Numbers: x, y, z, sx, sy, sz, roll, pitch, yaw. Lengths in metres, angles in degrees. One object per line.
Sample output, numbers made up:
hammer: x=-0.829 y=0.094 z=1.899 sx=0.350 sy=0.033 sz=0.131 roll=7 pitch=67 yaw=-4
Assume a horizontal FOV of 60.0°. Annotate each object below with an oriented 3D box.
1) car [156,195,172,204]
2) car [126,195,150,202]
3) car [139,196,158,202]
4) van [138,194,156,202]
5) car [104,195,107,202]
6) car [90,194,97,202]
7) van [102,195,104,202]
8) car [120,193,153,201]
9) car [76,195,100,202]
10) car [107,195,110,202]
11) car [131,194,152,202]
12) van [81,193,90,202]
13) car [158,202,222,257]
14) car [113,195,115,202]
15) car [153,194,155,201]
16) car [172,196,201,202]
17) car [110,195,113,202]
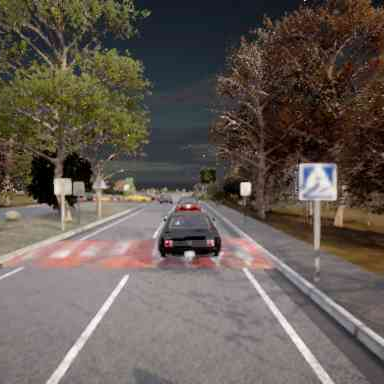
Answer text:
car: x=-4.053 y=1.221 z=51.947 sx=1.994 sy=1.385 sz=4.181 roll=0 pitch=0 yaw=-1
car: x=-11.341 y=1.314 z=70.082 sx=4.892 sy=1.521 sz=2.231 roll=0 pitch=-1 yaw=-1
car: x=-11.619 y=1.798 z=89.500 sx=5.008 sy=1.535 sz=2.097 roll=0 pitch=-2 yaw=-1
van: x=-11.691 y=1.500 z=86.729 sx=4.442 sy=1.987 sz=1.878 roll=0 pitch=-2 yaw=-1
car: x=-24.584 y=1.544 z=83.964 sx=4.553 sy=1.767 sz=2.185 roll=0 pitch=-2 yaw=-1
car: x=-24.485 y=1.134 z=72.894 sx=5.566 sy=2.045 sz=2.435 roll=0 pitch=-1 yaw=-1
van: x=-24.693 y=1.371 z=81.196 sx=4.442 sy=1.987 sz=1.878 roll=0 pitch=-2 yaw=-1
car: x=-11.111 y=1.260 z=67.317 sx=5.366 sy=1.575 sz=1.946 roll=0 pitch=-1 yaw=-1
car: x=-24.530 y=1.525 z=78.422 sx=4.892 sy=1.521 sz=2.231 roll=0 pitch=-2 yaw=-1
car: x=-24.648 y=1.739 z=86.605 sx=5.008 sy=1.535 sz=2.097 roll=0 pitch=-2 yaw=-1
car: x=-11.447 y=1.310 z=75.632 sx=4.553 sy=1.767 sz=2.185 roll=0 pitch=-2 yaw=-1
van: x=-24.534 y=1.101 z=70.001 sx=4.442 sy=1.987 sz=1.878 roll=0 pitch=-1 yaw=-1
car: x=-0.087 y=1.352 z=11.847 sx=1.895 sy=1.301 sz=4.718 roll=-1 pitch=4 yaw=-1
car: x=-24.728 y=1.889 z=92.268 sx=4.892 sy=1.521 sz=2.231 roll=0 pitch=-2 yaw=-1
car: x=-11.382 y=1.370 z=72.854 sx=5.008 sy=1.535 sz=2.097 roll=0 pitch=-1 yaw=-1
car: x=-0.307 y=1.146 z=27.983 sx=2.097 sy=1.767 sz=4.553 roll=0 pitch=1 yaw=-1
car: x=-24.689 y=1.815 z=89.499 sx=5.008 sy=1.535 sz=2.097 roll=0 pitch=-2 yaw=-1
